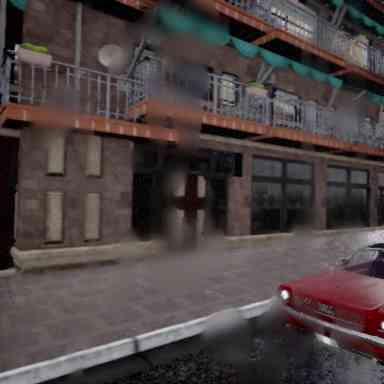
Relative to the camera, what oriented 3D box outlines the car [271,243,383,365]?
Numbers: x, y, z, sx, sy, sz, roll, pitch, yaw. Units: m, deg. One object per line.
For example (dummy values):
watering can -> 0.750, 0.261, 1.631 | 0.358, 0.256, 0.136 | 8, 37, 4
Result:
car -> 3.533, 1.605, 5.588 | 4.718, 1.301, 1.895 | 0, 0, -35
